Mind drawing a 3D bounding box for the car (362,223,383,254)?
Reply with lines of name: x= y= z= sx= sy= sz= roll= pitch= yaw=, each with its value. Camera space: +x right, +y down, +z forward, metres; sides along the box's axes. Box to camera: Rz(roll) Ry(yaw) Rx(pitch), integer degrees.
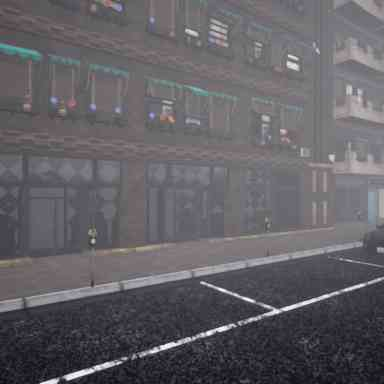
car: x=8.093 y=1.564 z=12.311 sx=4.313 sy=1.339 sz=1.947 roll=0 pitch=0 yaw=-35
